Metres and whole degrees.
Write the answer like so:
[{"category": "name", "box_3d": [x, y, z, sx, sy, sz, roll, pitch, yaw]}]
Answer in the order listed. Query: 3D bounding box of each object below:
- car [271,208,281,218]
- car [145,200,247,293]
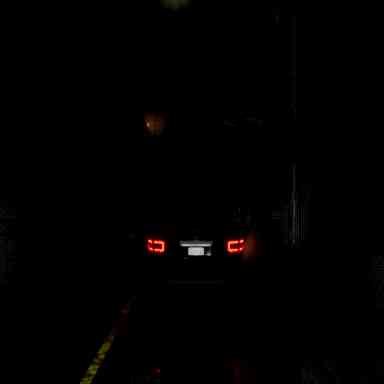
[{"category": "car", "box_3d": [9.049, 1.588, 27.643, 4.718, 1.301, 1.895, 0, 0, -10]}, {"category": "car", "box_3d": [0.080, 1.222, 9.021, 2.150, 2.045, 5.566, 0, 0, 0]}]
